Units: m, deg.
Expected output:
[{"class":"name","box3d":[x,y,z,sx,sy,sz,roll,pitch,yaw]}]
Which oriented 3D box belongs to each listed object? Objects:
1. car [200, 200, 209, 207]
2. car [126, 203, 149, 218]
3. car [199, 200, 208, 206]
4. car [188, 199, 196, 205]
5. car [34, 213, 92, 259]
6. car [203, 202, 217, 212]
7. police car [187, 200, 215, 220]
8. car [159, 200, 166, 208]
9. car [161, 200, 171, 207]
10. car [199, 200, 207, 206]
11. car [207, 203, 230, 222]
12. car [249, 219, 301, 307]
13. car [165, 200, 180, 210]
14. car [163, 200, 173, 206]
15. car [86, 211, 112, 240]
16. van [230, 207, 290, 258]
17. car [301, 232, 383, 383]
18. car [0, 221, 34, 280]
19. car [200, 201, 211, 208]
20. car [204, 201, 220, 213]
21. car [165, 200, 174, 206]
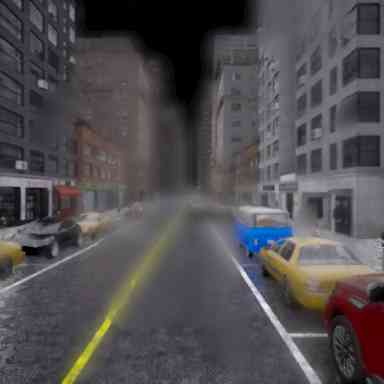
[{"class":"car","box3d":[2.743,2.562,73.954,1.887,1.381,4.507,-1,-1,0]},{"class":"car","box3d":[-5.778,1.913,35.422,1.967,1.590,4.097,-1,-1,0]},{"class":"car","box3d":[2.742,2.641,79.459,1.887,1.381,4.507,-1,-1,0]},{"class":"car","box3d":[-0.010,2.495,83.588,1.837,1.490,4.892,0,-1,0]},{"class":"car","box3d":[-5.773,1.741,13.401,1.947,1.339,4.313,-1,-1,0]},{"class":"car","box3d":[2.746,2.248,51.936,1.887,1.381,4.507,-1,-1,0]},{"class":"police car","box3d":[0.680,1.865,33.070,1.930,1.638,5.238,0,-1,-5]},{"class":"car","box3d":[-5.783,2.378,68.450,1.967,1.590,4.097,-1,-1,0]},{"class":"car","box3d":[-5.782,2.583,73.953,1.947,1.339,4.313,-1,-1,0]},{"class":"car","box3d":[2.742,2.720,84.964,1.887,1.381,4.507,-1,-1,0]},{"class":"car","box3d":[2.749,1.949,29.917,2.008,1.369,4.403,-1,-1,0]},{"class":"car","box3d":[2.752,1.631,8.070,1.752,1.417,4.829,-1,-1,0]},{"class":"car","box3d":[-3.060,2.258,57.387,1.882,1.535,5.008,0,-1,0]},{"class":"car","box3d":[-5.782,2.647,79.458,2.008,1.369,4.403,-1,-1,0]},{"class":"car","box3d":[-5.775,1.772,18.738,1.752,1.417,4.829,-1,-1,0]},{"class":"van","box3d":[2.749,1.517,13.406,1.690,1.788,3.998,-1,-1,0]},{"class":"car","box3d":[2.750,1.348,2.398,2.192,1.841,5.009,-1,-1,0]},{"class":"car","box3d":[-5.773,1.627,7.728,1.752,1.417,4.829,-1,-1,0]},{"class":"car","box3d":[2.744,2.504,68.449,1.947,1.339,4.313,-1,-1,0]},{"class":"car","box3d":[2.745,2.067,46.433,1.967,1.590,4.097,-1,-1,0]},{"class":"car","box3d":[-5.783,2.720,84.963,1.887,1.381,4.507,-1,-1,0]}]
